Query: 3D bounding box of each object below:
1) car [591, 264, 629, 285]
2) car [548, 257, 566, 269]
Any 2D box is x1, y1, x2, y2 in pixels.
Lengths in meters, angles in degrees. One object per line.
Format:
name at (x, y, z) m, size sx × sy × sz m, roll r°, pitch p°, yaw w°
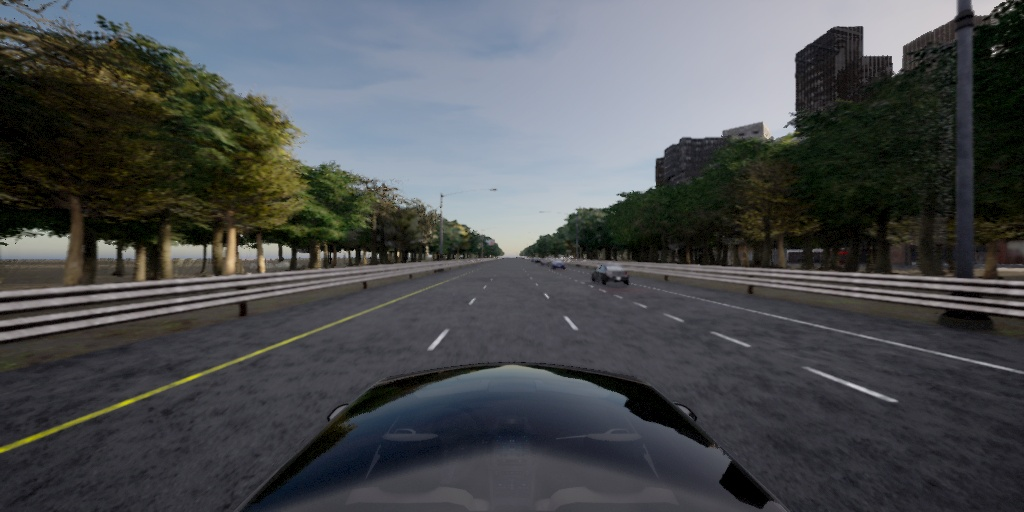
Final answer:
car at (7.000, 1.290, 25.838) m, size 1.812 × 1.442 × 4.674 m, roll 0°, pitch 0°, yaw 0°
car at (7.067, 1.331, 55.745) m, size 1.812 × 1.442 × 4.674 m, roll 0°, pitch 0°, yaw 0°
